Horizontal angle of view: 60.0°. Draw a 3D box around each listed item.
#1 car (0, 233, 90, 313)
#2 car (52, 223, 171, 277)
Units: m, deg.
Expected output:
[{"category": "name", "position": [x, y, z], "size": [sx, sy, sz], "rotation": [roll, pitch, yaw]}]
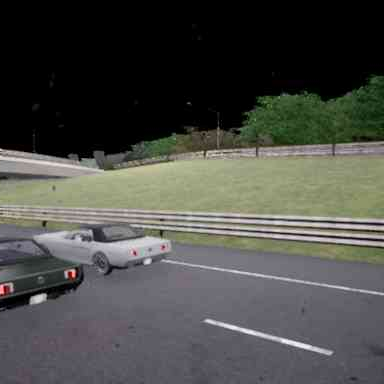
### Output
[{"category": "car", "position": [-4.552, 1.633, 7.236], "size": [4.718, 1.301, 1.895], "rotation": [0, 0, 35]}, {"category": "car", "position": [-3.027, 1.635, 10.446], "size": [4.718, 1.301, 1.895], "rotation": [0, 0, 35]}]
